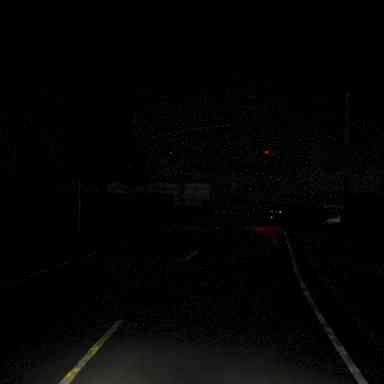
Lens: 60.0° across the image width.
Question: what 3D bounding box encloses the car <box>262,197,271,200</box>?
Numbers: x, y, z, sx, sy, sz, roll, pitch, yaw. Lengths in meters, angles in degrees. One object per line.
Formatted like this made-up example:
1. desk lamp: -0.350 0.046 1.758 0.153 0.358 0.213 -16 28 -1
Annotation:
1. car: 15.027 1.753 66.474 2.033 1.411 5.357 0 0 14

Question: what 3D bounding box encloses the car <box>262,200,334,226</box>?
1. car: 7.669 1.589 24.398 4.902 1.511 2.128 0 -1 -30

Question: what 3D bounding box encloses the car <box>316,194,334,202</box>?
1. car: 31.986 1.441 80.037 3.866 1.878 1.905 0 0 13

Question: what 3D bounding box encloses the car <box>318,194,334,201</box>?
1. car: 30.624 1.710 76.942 3.806 1.475 1.970 0 0 13
